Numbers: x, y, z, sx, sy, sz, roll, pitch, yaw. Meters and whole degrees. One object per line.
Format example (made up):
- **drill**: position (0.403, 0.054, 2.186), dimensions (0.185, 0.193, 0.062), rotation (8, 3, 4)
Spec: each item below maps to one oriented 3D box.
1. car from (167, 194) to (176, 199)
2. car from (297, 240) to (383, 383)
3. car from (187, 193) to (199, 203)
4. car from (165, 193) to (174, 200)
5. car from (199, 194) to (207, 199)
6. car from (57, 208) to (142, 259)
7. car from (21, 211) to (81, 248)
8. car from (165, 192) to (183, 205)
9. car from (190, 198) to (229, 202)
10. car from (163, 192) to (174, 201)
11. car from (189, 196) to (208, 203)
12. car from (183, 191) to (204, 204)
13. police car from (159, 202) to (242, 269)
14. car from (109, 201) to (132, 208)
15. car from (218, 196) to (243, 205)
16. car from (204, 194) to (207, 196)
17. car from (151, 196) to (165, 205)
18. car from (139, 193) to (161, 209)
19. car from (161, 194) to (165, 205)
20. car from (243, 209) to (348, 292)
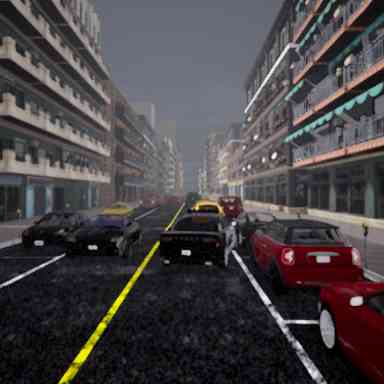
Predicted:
- **car**: position (-5.414, 1.167, 87.748), dimensions (1.887, 1.381, 4.507), rotation (0, 0, 0)
- **car**: position (2.700, 1.532, 3.172), dimensions (1.887, 1.381, 4.507), rotation (0, 0, 0)
- **car**: position (0.194, 1.088, 62.297), dimensions (2.097, 1.767, 4.553), rotation (0, 0, 0)
- **car**: position (-5.432, 1.088, 82.110), dimensions (1.967, 1.590, 4.097), rotation (0, 0, 0)
- **car**: position (2.966, 1.167, 87.717), dimensions (1.887, 1.381, 4.507), rotation (0, 0, 0)
- **car**: position (-3.064, 1.514, 12.267), dimensions (1.994, 1.385, 4.181), rotation (0, 0, 0)
- **car**: position (-5.646, 1.507, 14.474), dimensions (1.947, 1.339, 4.313), rotation (0, 0, 0)
- **car**: position (-2.917, 1.256, 52.778), dimensions (1.882, 1.535, 5.008), rotation (0, 0, 0)
- **car**: position (0.964, 1.392, 20.947), dimensions (1.882, 1.535, 5.008), rotation (0, 0, 0)
- **car**: position (-5.448, 0.988, 76.474), dimensions (2.192, 1.841, 5.009), rotation (0, 0, 0)
- **car**: position (0.913, 1.345, 27.130), dimensions (1.801, 1.575, 5.366), rotation (0, 0, 0)
- **car**: position (0.149, 1.022, 47.523), dimensions (2.150, 2.045, 5.566), rotation (0, 0, 0)
- **police car**: position (0.422, 1.376, 11.286), dimensions (1.930, 1.638, 5.238), rotation (-1, 0, 13)
- **car**: position (-5.610, 1.420, 25.577), dimensions (1.752, 1.417, 4.829), rotation (0, 0, 0)
- **car**: position (2.772, 1.210, 25.717), dimensions (2.192, 1.841, 5.009), rotation (0, 0, 0)
- **car**: position (2.931, 1.198, 76.615), dimensions (1.752, 1.417, 4.829), rotation (0, 0, 0)
- **car**: position (-5.521, 1.355, 53.930), dimensions (1.802, 1.307, 4.206), rotation (0, 0, 0)
- **car**: position (-5.556, 1.262, 42.657), dimensions (1.967, 1.590, 4.097), rotation (0, 0, 0)
- **car**: position (-5.538, 1.113, 48.293), dimensions (2.192, 1.841, 5.009), rotation (0, 0, 0)
- **car**: position (2.718, 1.404, 8.809), dimensions (1.967, 1.590, 4.097), rotation (0, 0, 0)
